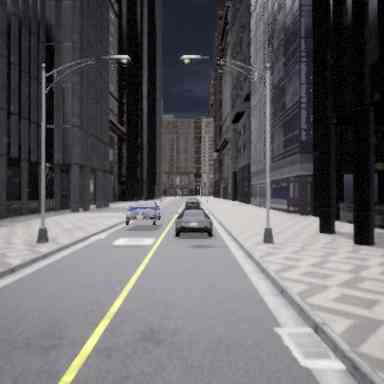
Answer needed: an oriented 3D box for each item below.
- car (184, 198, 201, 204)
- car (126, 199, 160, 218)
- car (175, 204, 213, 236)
[{"bbox_3d":[0.097,1.525,40.125,1.837,1.490,4.892,0,0,0],"label":"car"},{"bbox_3d":[-3.001,1.182,21.253,1.812,1.442,4.674,0,0,0],"label":"car"},{"bbox_3d":[0.100,1.567,18.465,1.994,1.385,4.181,0,0,0],"label":"car"}]
